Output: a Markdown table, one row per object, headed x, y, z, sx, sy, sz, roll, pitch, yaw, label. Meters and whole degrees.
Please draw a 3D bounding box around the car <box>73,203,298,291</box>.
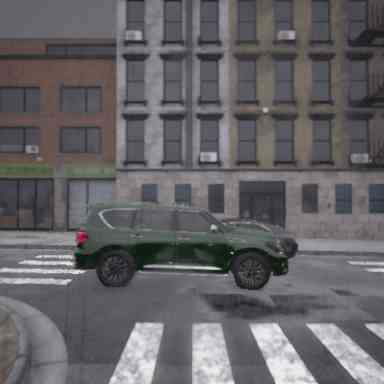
| x | y | z | sx | sy | sz | roll | pitch | yaw | label |
| --- | --- | --- | --- | --- | --- | --- | --- | --- | --- |
| -0.305 | 1.353 | 9.055 | 5.566 | 2.045 | 2.150 | 1 | -1 | 0 | car |
